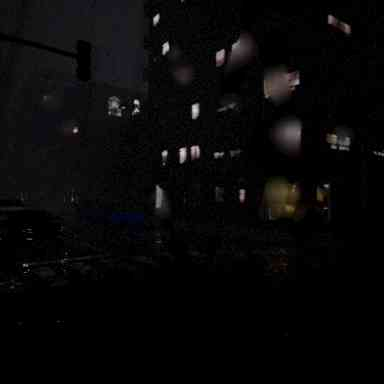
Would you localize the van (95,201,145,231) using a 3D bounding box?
[{"bbox_3d":[-4.625,1.512,21.809,1.690,1.788,3.998,-1,0,-36],"label":"van"}]

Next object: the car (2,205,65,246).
[{"bbox_3d":[-7.710,1.603,16.239,1.882,1.535,5.008,0,-1,-37],"label":"car"}]

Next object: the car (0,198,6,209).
[{"bbox_3d":[-32.694,1.881,55.876,2.097,1.767,4.553,0,-1,-36],"label":"car"}]

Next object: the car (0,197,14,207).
[{"bbox_3d":[-37.292,1.953,66.535,2.192,1.841,5.009,-1,0,-36],"label":"car"}]

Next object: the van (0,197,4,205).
[{"bbox_3d":[-43.825,2.077,75.481,1.690,1.788,3.998,-1,0,-36],"label":"van"}]

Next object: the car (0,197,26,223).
[{"bbox_3d":[-13.608,1.428,24.313,2.150,2.045,5.566,0,-1,-37],"label":"car"}]

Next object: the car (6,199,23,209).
[{"bbox_3d":[-30.757,1.982,57.591,1.967,1.590,4.097,-1,0,-36],"label":"car"}]

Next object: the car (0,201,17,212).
[{"bbox_3d":[-26.413,2.002,47.284,1.994,1.385,4.181,0,-1,-37],"label":"car"}]

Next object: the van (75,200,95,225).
[{"bbox_3d":[-7.892,1.557,26.282,1.690,1.788,3.998,-1,0,-36],"label":"van"}]
